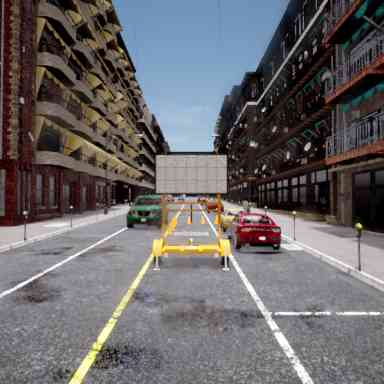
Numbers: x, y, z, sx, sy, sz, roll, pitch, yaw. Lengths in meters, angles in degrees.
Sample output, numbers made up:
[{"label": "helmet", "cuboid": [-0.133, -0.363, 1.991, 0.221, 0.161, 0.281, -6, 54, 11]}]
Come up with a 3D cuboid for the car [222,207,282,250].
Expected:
[{"label": "car", "cuboid": [2.561, 1.561, 14.352, 1.887, 1.381, 4.507, 1, 0, 0]}]

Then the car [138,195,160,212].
[{"label": "car", "cuboid": [-5.362, 1.394, 42.056, 2.192, 1.841, 5.009, 2, 0, 0]}]

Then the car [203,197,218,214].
[{"label": "car", "cuboid": [2.522, 1.609, 36.474, 1.887, 1.381, 4.507, 1, 0, 0]}]

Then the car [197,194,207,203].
[{"label": "car", "cuboid": [2.415, 1.544, 80.722, 2.192, 1.841, 5.009, 1, 0, 0]}]

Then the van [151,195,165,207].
[{"label": "van", "cuboid": [-5.382, 1.454, 53.114, 1.690, 1.788, 3.998, 2, 0, 0]}]

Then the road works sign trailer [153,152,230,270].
[{"label": "road works sign trailer", "cuboid": [-0.019, 0.475, 11.014, 2.380, 3.560, 2.880, 0, 0, 0]}]

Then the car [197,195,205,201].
[{"label": "car", "cuboid": [2.392, 1.726, 91.784, 1.967, 1.590, 4.097, 1, 0, 0]}]

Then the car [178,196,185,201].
[{"label": "car", "cuboid": [-2.907, 1.771, 90.493, 2.128, 1.511, 4.902, 0, 0, 0]}]

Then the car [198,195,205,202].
[{"label": "car", "cuboid": [2.483, 1.678, 58.598, 1.887, 1.381, 4.507, 1, 0, 0]}]

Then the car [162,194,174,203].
[{"label": "car", "cuboid": [-5.421, 1.518, 75.237, 2.192, 1.841, 5.009, 1, 0, 0]}]

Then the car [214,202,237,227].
[{"label": "car", "cuboid": [2.552, 1.551, 20.054, 1.752, 1.417, 4.829, 1, 0, 0]}]

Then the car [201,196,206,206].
[{"label": "car", "cuboid": [2.512, 1.629, 42.006, 2.008, 1.369, 4.403, 1, 0, 0]}]

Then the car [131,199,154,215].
[{"label": "car", "cuboid": [-5.357, 1.589, 36.354, 1.752, 1.417, 4.829, 2, 0, 0]}]

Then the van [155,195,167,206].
[{"label": "van", "cuboid": [-5.392, 1.475, 58.646, 1.690, 1.788, 3.998, 1, 0, 0]}]

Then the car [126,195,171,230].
[{"label": "car", "cuboid": [-2.785, 1.251, 21.840, 2.150, 2.045, 5.566, 0, 0, 0]}]

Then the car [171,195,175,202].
[{"label": "car", "cuboid": [-5.411, 1.494, 69.707, 2.192, 1.841, 5.009, 1, 0, 0]}]
